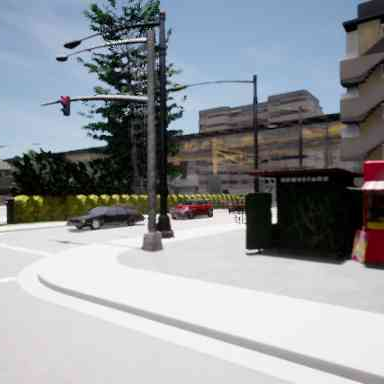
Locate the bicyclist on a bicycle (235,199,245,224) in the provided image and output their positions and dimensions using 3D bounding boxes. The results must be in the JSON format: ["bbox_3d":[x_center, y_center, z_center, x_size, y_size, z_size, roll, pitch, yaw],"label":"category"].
[{"bbox_3d":[3.557,1.315,21.938,1.656,1.620,0.582,-1,-1,36],"label":"bicyclist on a bicycle"}]

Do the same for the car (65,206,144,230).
[{"bbox_3d":[-5.573,1.636,22.092,2.033,1.411,5.357,-1,0,36],"label":"car"}]

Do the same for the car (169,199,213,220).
[{"bbox_3d":[-0.030,1.449,29.730,2.097,1.767,4.553,-1,-1,36],"label":"car"}]

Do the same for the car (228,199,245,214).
[{"bbox_3d":[5.868,1.583,37.833,1.882,1.535,5.008,-1,-1,36],"label":"car"}]
